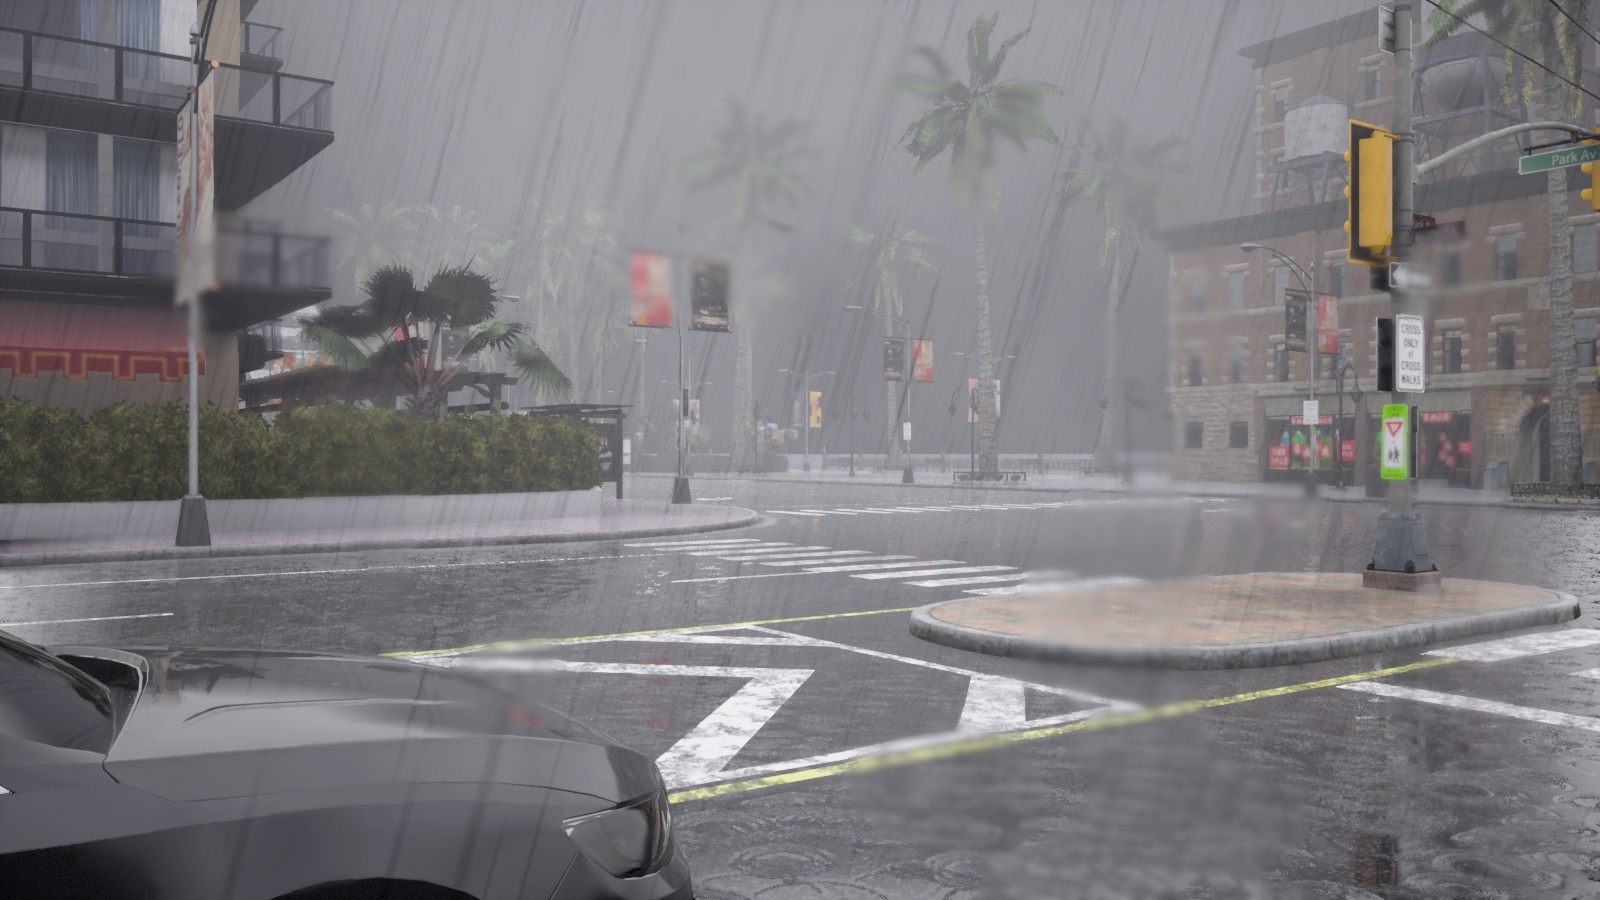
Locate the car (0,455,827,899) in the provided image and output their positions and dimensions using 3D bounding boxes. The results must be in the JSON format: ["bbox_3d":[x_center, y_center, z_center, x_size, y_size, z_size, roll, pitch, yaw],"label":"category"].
[{"bbox_3d":[-2.478,0.760,1.933,4.892,1.490,1.837,0,0,-35],"label":"car"}]
